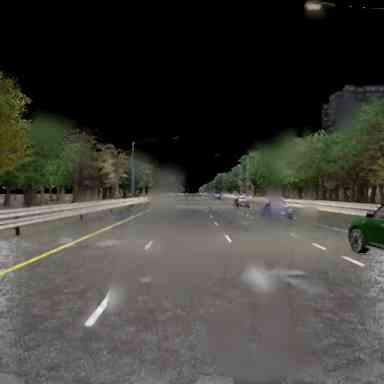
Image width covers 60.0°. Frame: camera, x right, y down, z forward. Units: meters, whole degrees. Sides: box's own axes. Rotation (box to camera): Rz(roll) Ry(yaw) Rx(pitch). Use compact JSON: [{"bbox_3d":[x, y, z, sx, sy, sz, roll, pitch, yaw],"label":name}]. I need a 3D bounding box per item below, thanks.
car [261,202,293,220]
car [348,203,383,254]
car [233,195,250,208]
[{"bbox_3d":[6.990,1.537,27.693,1.812,1.442,4.674,0,0,0],"label":"car"},{"bbox_3d":[6.996,1.222,10.279,2.150,2.045,5.566,0,0,0],"label":"car"},{"bbox_3d":[7.013,1.557,47.529,1.812,1.442,4.674,0,0,0],"label":"car"}]
